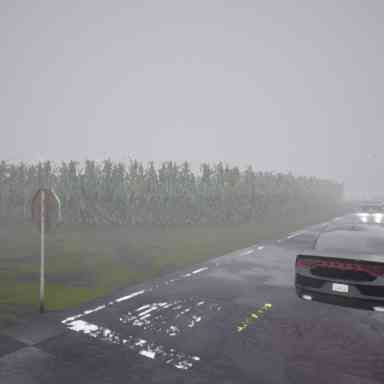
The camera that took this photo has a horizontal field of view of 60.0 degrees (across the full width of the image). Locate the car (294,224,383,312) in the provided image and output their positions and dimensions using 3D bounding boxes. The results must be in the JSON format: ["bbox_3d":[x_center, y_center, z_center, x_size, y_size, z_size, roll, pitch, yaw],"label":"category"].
[{"bbox_3d":[3.892,1.481,7.736,1.882,1.535,5.008,0,0,33],"label":"car"}]

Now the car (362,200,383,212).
[{"bbox_3d":[21.002,1.623,38.589,1.895,1.301,4.718,0,0,33],"label":"car"}]
